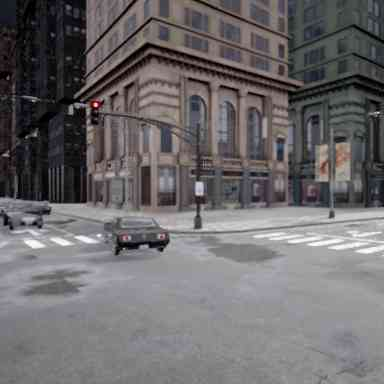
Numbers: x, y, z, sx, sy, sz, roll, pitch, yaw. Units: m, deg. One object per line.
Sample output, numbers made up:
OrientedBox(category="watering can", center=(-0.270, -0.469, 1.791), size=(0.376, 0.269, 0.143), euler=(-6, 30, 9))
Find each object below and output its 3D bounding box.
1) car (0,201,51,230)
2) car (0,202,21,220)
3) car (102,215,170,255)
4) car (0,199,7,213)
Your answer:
OrientedBox(category="car", center=(-10.896, 1.515, 21.359), size=(2.128, 1.511, 4.902), euler=(0, 0, -35))
OrientedBox(category="car", center=(-16.562, 1.598, 29.361), size=(1.994, 1.385, 4.181), euler=(0, 0, -36))
OrientedBox(category="car", center=(-2.466, 1.599, 13.511), size=(1.895, 1.301, 4.718), euler=(0, 0, -21))
OrientedBox(category="car", center=(-22.624, 1.595, 37.957), size=(2.033, 1.411, 5.357), euler=(0, 0, -36))
